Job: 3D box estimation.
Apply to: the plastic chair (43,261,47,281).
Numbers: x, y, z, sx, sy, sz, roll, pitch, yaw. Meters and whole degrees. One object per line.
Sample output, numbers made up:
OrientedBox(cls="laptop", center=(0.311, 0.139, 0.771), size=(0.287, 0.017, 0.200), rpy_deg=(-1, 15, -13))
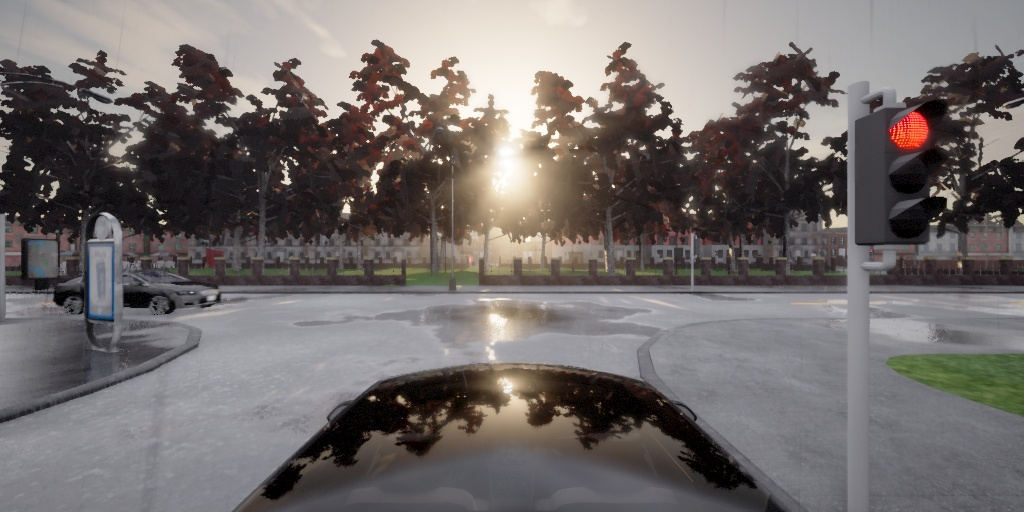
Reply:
OrientedBox(cls="plastic chair", center=(-40.225, 1.293, 31.484), size=(0.730, 1.272, 0.750), rpy_deg=(0, 0, -40))

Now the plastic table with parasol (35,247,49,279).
OrientedBox(cls="plastic table with parasol", center=(-43.616, 0.620, 34.871), size=(2.482, 2.480, 2.482), rpy_deg=(0, 0, -39))

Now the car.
OrientedBox(cls="car", center=(-13.234, 1.241, 12.857), size=(4.902, 1.511, 2.128), rpy_deg=(0, 0, 0))

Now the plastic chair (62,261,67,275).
OrientedBox(cls="plastic chair", center=(-38.292, 1.306, 31.256), size=(0.750, 1.272, 0.730), rpy_deg=(0, 0, -35))

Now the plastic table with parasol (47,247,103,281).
OrientedBox(cls="plastic table with parasol", center=(-39.195, 0.694, 32.229), size=(2.482, 2.480, 2.482), rpy_deg=(0, 0, -40))

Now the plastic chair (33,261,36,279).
OrientedBox(cls="plastic chair", center=(-44.624, 1.295, 34.121), size=(0.730, 1.272, 0.750), rpy_deg=(0, 0, -41))

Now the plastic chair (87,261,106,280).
OrientedBox(cls="plastic chair", center=(-38.197, 1.296, 32.962), size=(0.730, 1.272, 0.750), rpy_deg=(0, 0, -40))
